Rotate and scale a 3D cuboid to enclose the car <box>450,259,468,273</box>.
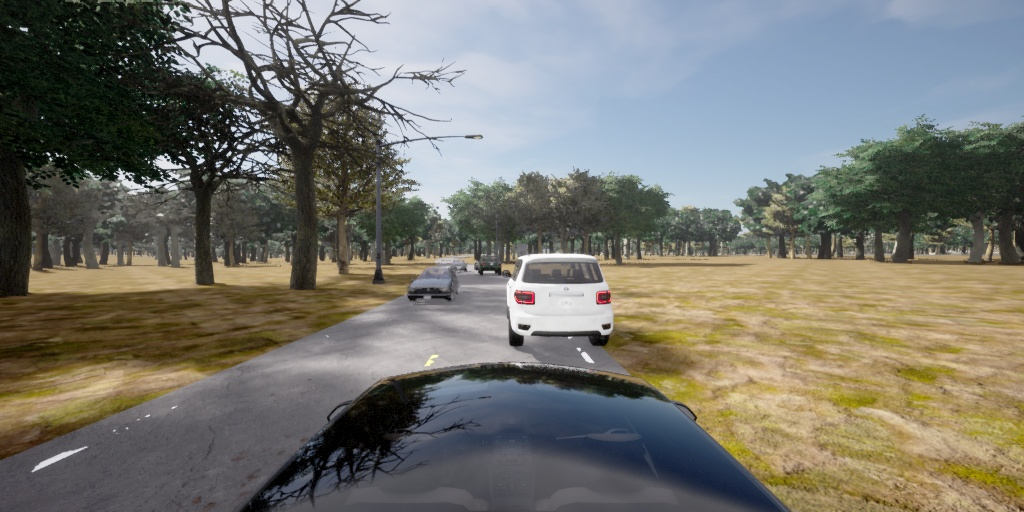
[{"bbox_3d":[-6.287,1.157,42.585,2.128,1.511,4.902,0,0,-9],"label":"car"}]

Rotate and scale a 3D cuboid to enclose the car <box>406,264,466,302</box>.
[{"bbox_3d":[-3.564,1.284,17.144,2.033,1.411,5.357,0,0,-3],"label":"car"}]

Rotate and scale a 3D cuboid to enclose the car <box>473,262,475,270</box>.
[{"bbox_3d":[-4.035,1.194,48.061,1.994,1.385,4.181,0,0,-10],"label":"car"}]

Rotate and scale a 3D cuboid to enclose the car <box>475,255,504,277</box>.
[{"bbox_3d":[-2.392,0.900,37.752,2.150,2.045,5.566,0,0,-9],"label":"car"}]

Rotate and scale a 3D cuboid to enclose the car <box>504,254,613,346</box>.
[{"bbox_3d":[0.959,0.968,9.513,2.150,2.045,5.566,0,0,-2],"label":"car"}]
